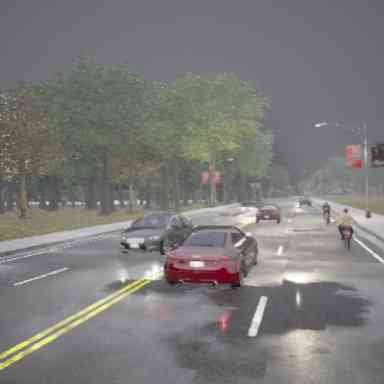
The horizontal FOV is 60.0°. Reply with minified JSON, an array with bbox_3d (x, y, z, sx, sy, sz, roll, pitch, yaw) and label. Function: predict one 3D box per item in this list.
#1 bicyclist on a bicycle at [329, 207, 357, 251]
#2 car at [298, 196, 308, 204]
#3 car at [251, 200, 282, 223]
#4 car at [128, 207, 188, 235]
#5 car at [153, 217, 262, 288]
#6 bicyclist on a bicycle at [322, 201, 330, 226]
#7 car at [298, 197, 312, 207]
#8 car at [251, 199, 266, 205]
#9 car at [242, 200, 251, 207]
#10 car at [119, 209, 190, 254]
[{"bbox_3d":[6.023,1.421,13.009,0.866,1.612,1.509,-2,-1,18],"label":"bicyclist on a bicycle"},{"bbox_3d":[23.412,1.684,69.961,1.882,1.535,5.008,-2,-1,18],"label":"car"},{"bbox_3d":[6.198,1.667,26.686,1.812,1.442,4.674,-2,-1,18],"label":"car"},{"bbox_3d":[-2.124,1.876,22.687,2.033,1.411,5.357,-2,-1,18],"label":"car"},{"bbox_3d":[0.729,1.658,9.662,1.994,1.385,4.181,-2,-1,18],"label":"car"},{"bbox_3d":[9.035,1.463,22.311,0.582,1.620,1.656,-2,-1,18],"label":"bicyclist on a bicycle"},{"bbox_3d":[18.495,1.645,54.325,1.837,1.490,4.892,-2,0,18],"label":"car"},{"bbox_3d":[11.075,1.831,53.066,1.837,1.490,4.892,-2,0,18],"label":"car"},{"bbox_3d":[10.370,2.055,61.331,1.895,1.301,4.718,-2,-1,18],"label":"car"},{"bbox_3d":[-1.358,1.701,14.446,2.128,1.511,4.902,-2,-1,18],"label":"car"}]
